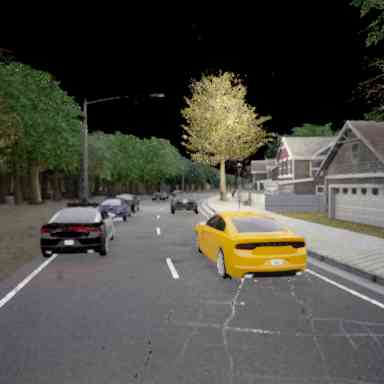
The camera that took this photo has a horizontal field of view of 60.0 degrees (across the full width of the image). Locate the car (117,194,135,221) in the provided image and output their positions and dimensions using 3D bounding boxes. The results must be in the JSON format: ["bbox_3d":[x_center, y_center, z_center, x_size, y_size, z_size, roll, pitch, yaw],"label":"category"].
[{"bbox_3d":[-5.037,1.061,21.716,1.812,1.442,4.674,0,1,-5],"label":"car"}]

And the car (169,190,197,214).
[{"bbox_3d":[-0.677,0.774,27.539,2.097,1.767,4.553,0,1,-3],"label":"car"}]

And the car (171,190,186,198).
[{"bbox_3d":[-2.441,0.319,62.030,1.994,1.385,4.181,0,1,10],"label":"car"}]

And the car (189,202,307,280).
[{"bbox_3d":[1.359,1.281,9.486,1.882,1.535,5.008,0,1,-10],"label":"car"}]

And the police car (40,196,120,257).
[{"bbox_3d":[-3.859,1.166,11.943,1.930,1.638,5.238,0,1,-9],"label":"police car"}]

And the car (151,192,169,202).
[{"bbox_3d":[-4.281,0.625,46.272,1.895,1.301,4.718,0,1,5],"label":"car"}]

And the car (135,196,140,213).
[{"bbox_3d":[-5.448,0.888,27.672,1.882,1.535,5.008,0,1,-3],"label":"car"}]
